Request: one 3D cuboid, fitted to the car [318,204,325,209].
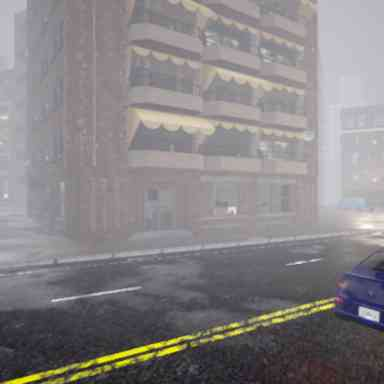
[{"bbox_3d":[17.784,1.969,49.944,4.206,1.307,1.802,1,-1,25],"label":"car"}]

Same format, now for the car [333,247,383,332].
[{"bbox_3d":[4.514,1.642,6.102,4.674,1.442,1.812,1,-1,-33],"label":"car"}]

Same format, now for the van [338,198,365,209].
[{"bbox_3d":[26.504,1.867,55.159,3.998,1.788,1.690,1,-1,25],"label":"van"}]
